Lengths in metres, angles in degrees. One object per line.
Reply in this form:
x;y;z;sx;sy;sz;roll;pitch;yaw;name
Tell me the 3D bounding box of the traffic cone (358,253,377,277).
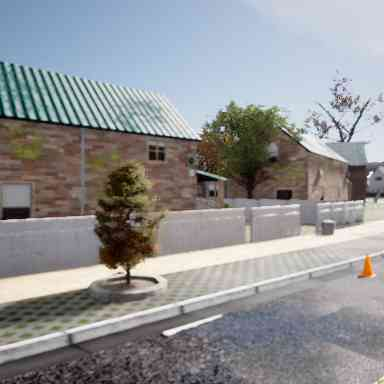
4.615;1.895;8.730;0.340;0.580;0.340;-1;0;-37;traffic cone
